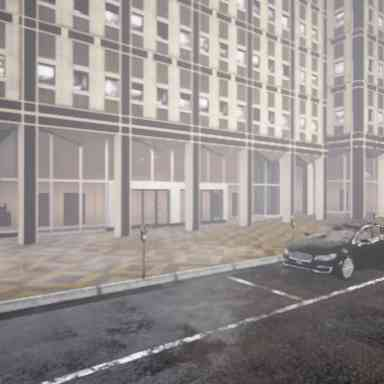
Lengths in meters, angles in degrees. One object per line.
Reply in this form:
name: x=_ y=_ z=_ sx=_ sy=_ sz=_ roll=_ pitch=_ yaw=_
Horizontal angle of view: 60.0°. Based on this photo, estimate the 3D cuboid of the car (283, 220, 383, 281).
car: x=4.532 y=1.550 z=9.787 sx=4.403 sy=1.369 sz=2.008 roll=0 pitch=0 yaw=-35
